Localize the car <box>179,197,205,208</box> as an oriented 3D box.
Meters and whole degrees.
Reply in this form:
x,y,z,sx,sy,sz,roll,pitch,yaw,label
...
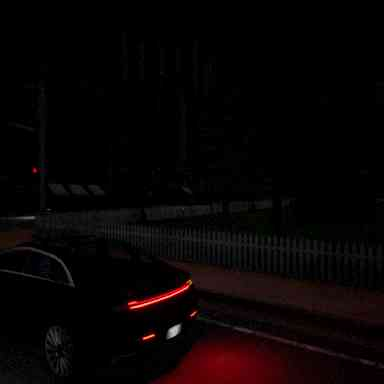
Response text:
x,y,z,sx,sy,sz,roll,pitch,yaw,label
0.079,1.560,50.445,1.994,1.385,4.181,0,0,34,car

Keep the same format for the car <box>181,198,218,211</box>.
x,y,z,sx,sy,sz,roll,pitch,yaw,label
1.156,1.545,39.214,2.033,1.411,5.357,0,0,34,car

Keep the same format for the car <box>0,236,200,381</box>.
x,y,z,sx,sy,sz,roll,pitch,yaw,label
-2.185,1.491,5.497,4.902,1.511,2.128,0,0,36,car

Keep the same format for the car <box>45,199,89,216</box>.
x,y,z,sx,sy,sz,roll,pitch,yaw,label
-12.280,1.501,32.156,1.837,1.490,4.892,0,0,34,car
